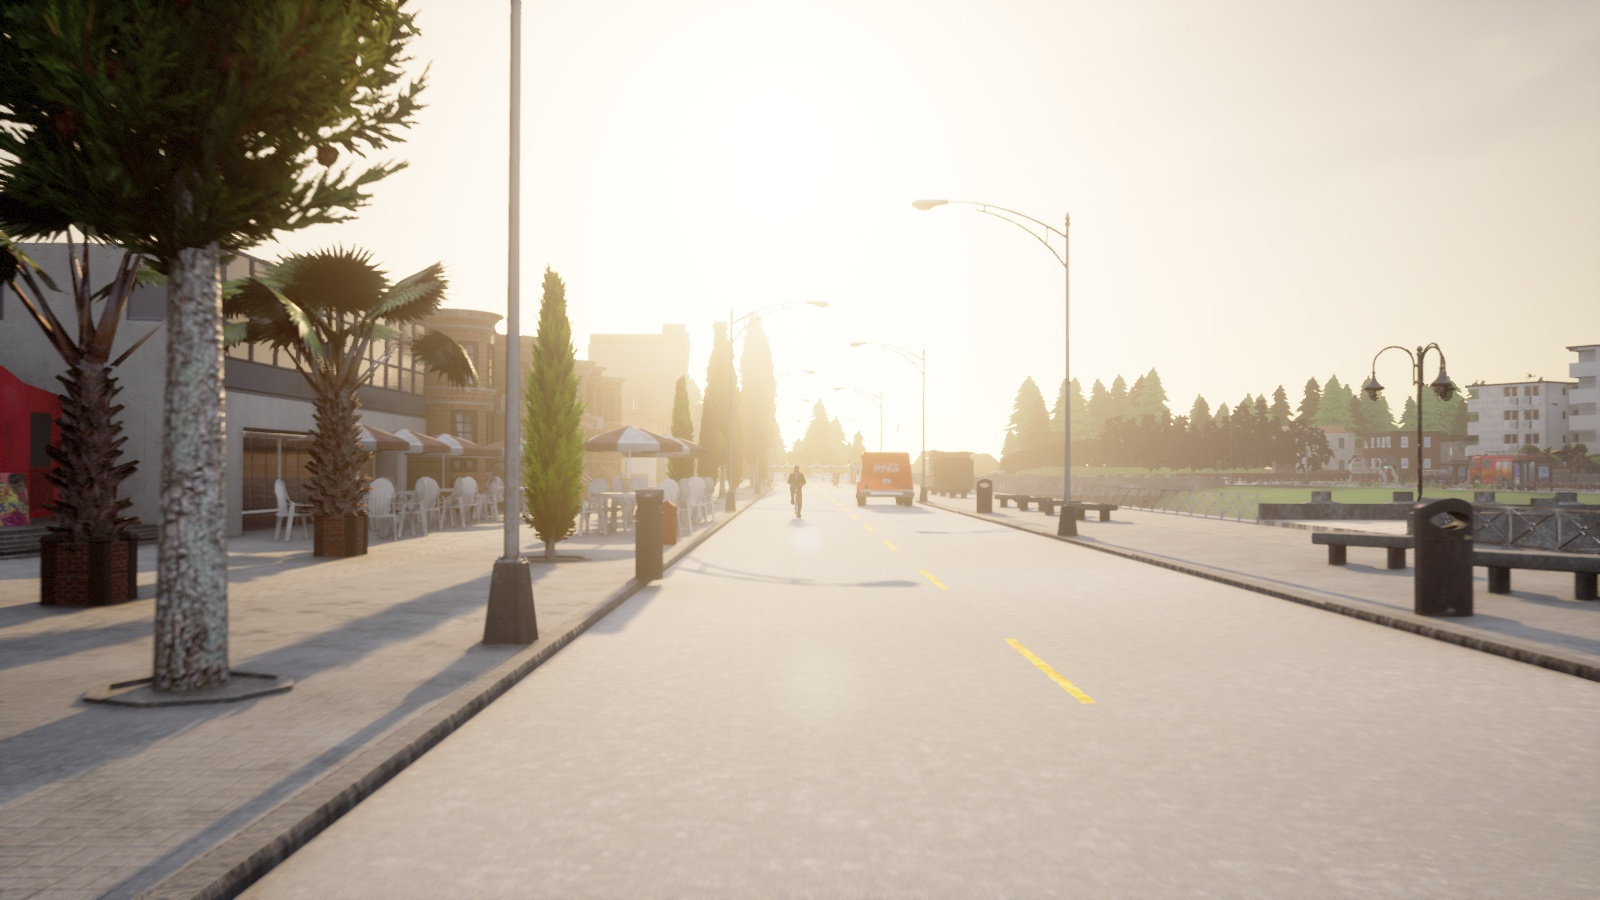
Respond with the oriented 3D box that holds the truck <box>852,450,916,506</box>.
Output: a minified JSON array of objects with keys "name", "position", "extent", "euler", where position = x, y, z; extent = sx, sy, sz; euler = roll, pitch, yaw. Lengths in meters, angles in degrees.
[{"name":"truck","position":[3.847,1.290,58.409],"extent":[2.627,2.467,5.204],"euler":[0,-1,0]}]
